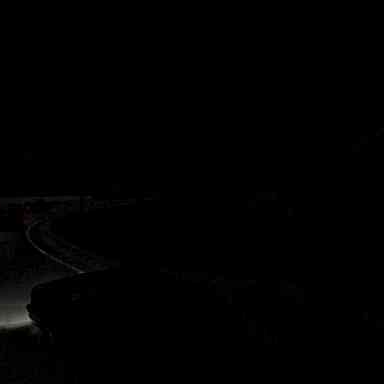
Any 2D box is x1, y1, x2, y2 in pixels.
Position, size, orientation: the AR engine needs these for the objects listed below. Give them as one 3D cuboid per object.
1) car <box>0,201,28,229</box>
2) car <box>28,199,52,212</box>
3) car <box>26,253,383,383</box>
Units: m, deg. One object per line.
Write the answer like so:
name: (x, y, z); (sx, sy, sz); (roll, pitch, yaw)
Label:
car: (-11.885, 1.477, 21.133); (1.882, 1.535, 5.008); (0, 0, -22)
car: (-17.970, 1.540, 38.612); (1.812, 1.442, 4.674); (0, 0, -1)
car: (-0.120, 1.560, 4.297); (5.357, 1.411, 2.033); (0, 0, 40)
